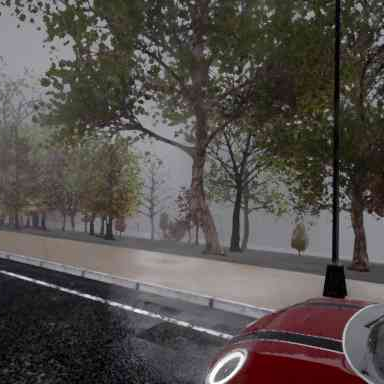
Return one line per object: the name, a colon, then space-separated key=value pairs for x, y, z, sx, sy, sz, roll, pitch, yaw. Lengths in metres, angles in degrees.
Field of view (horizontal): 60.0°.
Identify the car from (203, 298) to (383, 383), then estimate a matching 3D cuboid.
car: x=2.238 y=1.352 z=2.079 sx=4.553 sy=1.767 sz=2.097 roll=0 pitch=0 yaw=36
